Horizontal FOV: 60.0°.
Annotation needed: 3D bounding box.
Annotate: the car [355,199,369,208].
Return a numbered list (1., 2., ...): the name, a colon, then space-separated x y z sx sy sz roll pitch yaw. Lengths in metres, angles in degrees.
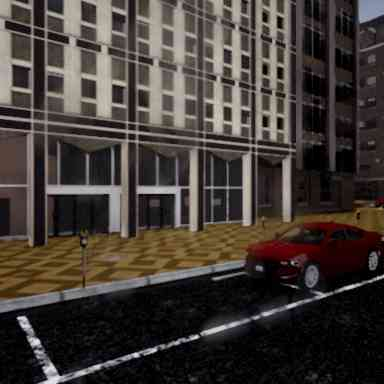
1. car: 19.538 1.254 41.698 1.752 1.417 4.829 0 0 -36

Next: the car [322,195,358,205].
1. car: 22.851 1.242 51.460 1.752 1.417 4.829 0 0 -36

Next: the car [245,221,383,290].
1. car: 3.389 1.503 8.971 4.507 1.381 1.887 0 1 -35

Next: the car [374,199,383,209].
1. car: 22.738 1.321 37.233 1.802 1.307 4.206 0 0 -36
